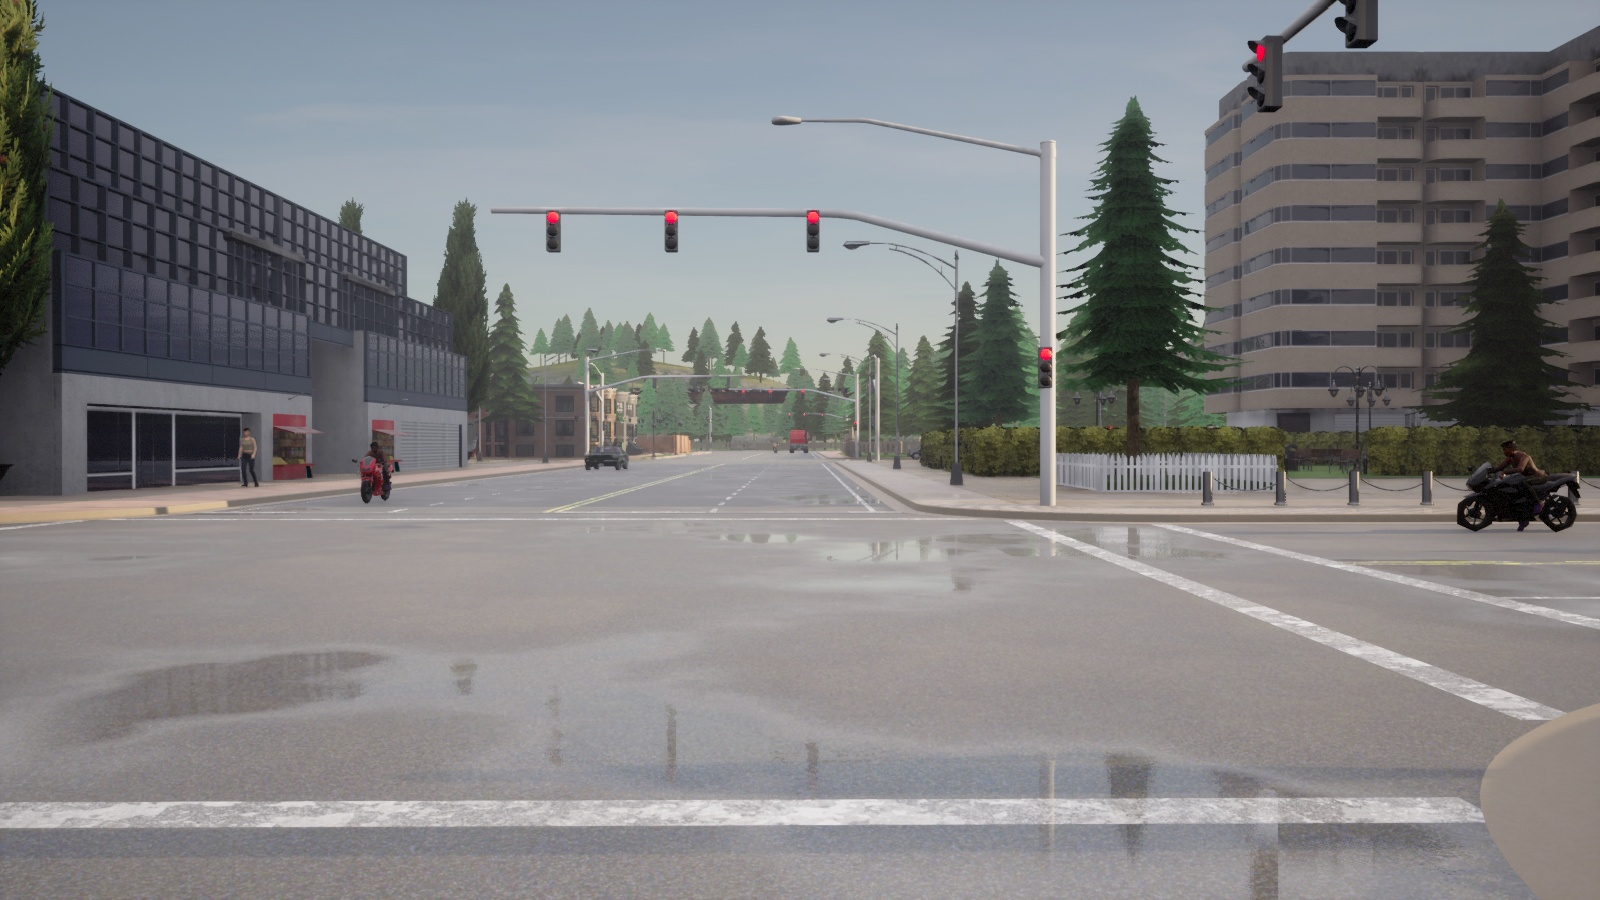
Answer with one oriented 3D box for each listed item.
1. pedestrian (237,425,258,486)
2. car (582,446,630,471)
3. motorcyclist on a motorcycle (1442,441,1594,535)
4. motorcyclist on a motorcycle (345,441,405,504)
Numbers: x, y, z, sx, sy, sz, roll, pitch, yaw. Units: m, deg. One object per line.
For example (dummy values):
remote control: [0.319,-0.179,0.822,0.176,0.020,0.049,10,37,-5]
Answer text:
pedestrian: [-16.827,0.176,38.235,0.345,1.836,0.594,0,0,4]
car: [-10.667,0.447,69.341,1.895,1.301,4.718,0,0,0]
motorcyclist on a motorcycle: [11.870,0.621,20.800,2.044,1.523,0.797,0,0,0]
motorcyclist on a motorcycle: [-10.665,0.542,31.586,0.797,1.523,2.044,0,0,0]
